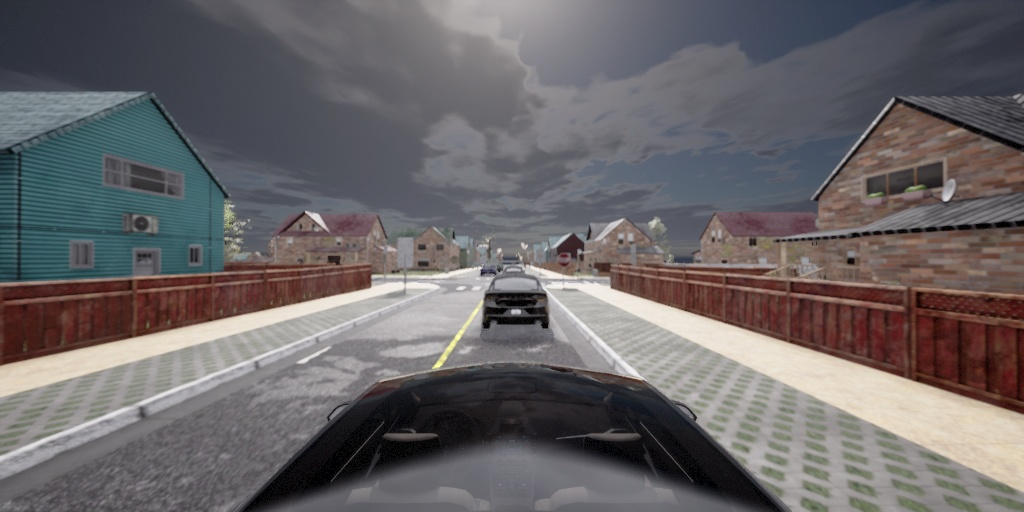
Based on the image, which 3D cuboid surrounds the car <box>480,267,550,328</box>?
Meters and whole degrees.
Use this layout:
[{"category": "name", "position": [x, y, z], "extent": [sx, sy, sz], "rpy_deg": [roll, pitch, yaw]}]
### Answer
[{"category": "car", "position": [0.110, 1.306, 11.741], "extent": [1.882, 1.535, 5.008], "rpy_deg": [0, 0, 0]}]

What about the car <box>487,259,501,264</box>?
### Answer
[{"category": "car", "position": [-2.785, 1.467, 53.581], "extent": [2.150, 2.045, 5.566], "rpy_deg": [0, 0, 0]}]

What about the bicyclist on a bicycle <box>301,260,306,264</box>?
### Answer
[{"category": "bicyclist on a bicycle", "position": [-20.118, 1.213, 34.575], "extent": [0.582, 1.620, 1.656], "rpy_deg": [0, 0, 0]}]

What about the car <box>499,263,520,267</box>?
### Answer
[{"category": "car", "position": [0.134, 1.508, 28.320], "extent": [1.812, 1.442, 4.674], "rpy_deg": [0, 0, 0]}]

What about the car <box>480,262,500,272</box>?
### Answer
[{"category": "car", "position": [-2.799, 1.726, 43.250], "extent": [1.895, 1.301, 4.718], "rpy_deg": [0, -1, 0]}]
